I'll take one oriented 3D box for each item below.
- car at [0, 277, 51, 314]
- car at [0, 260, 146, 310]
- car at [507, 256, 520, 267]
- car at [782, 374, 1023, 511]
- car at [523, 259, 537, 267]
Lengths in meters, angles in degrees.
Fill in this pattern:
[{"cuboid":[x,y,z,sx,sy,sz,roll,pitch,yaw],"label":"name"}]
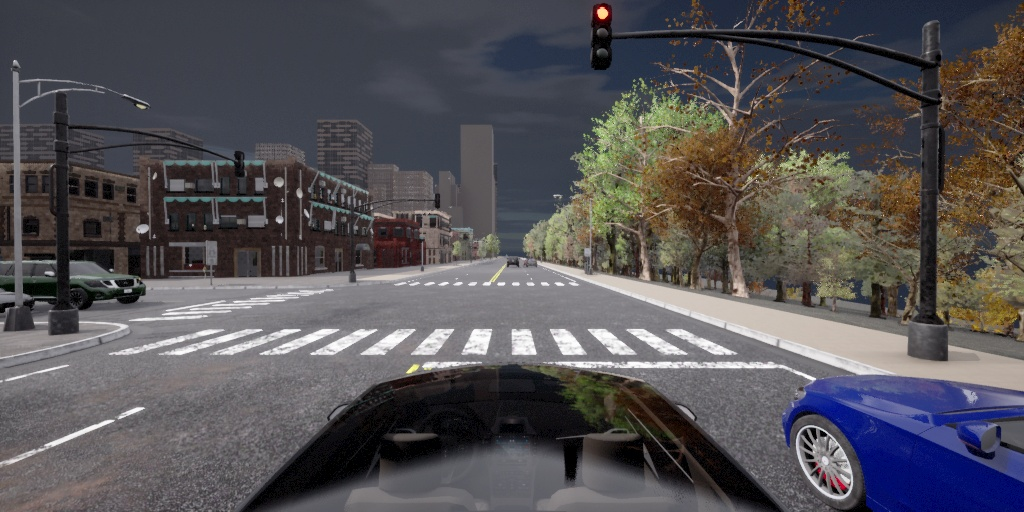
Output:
[{"cuboid":[-19.927,1.565,12.764,4.313,1.339,1.948,0,0,0],"label":"car"},{"cuboid":[-19.312,1.186,15.465,5.566,2.045,2.150,-1,1,0],"label":"car"},{"cuboid":[0.214,0.948,63.707,2.150,2.045,5.566,0,0,1],"label":"car"},{"cuboid":[3.346,1.276,1.324,1.812,1.442,4.674,0,0,2],"label":"car"},{"cuboid":[3.466,1.218,63.868,2.128,1.511,4.902,0,0,0],"label":"car"}]
